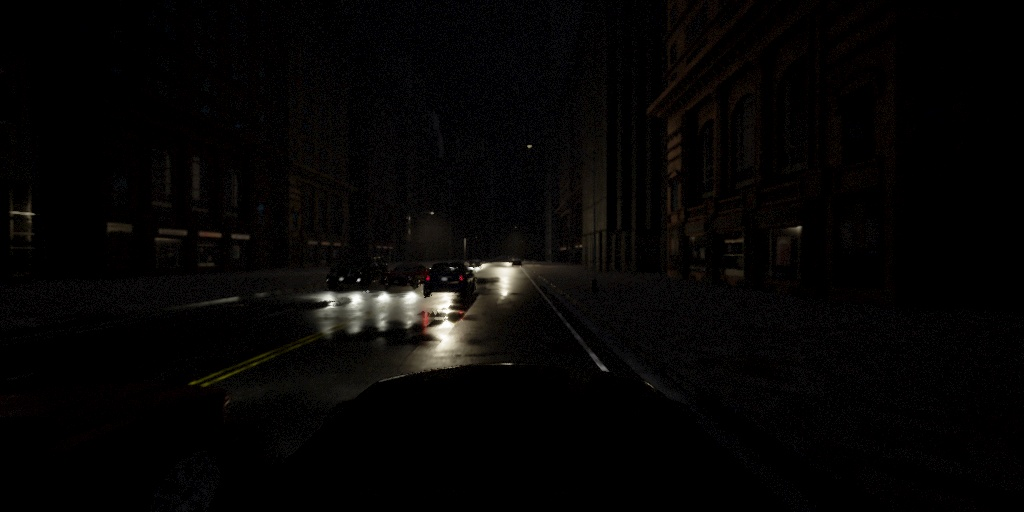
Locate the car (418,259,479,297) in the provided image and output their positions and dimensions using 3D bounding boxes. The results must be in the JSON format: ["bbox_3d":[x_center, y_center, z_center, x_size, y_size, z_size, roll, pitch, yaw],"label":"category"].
[{"bbox_3d":[-3.161,1.104,18.849,2.097,1.767,4.553,0,0,0],"label":"car"}]

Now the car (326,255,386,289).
[{"bbox_3d":[-9.861,0.974,23.473,2.150,2.045,5.566,0,0,0],"label":"car"}]

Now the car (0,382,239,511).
[{"bbox_3d":[-3.151,1.227,0.853,1.882,1.535,5.008,0,0,0],"label":"car"}]

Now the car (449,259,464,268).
[{"bbox_3d":[-9.812,1.337,64.171,1.994,1.385,4.181,0,0,1],"label":"car"}]

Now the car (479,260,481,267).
[{"bbox_3d":[-6.561,1.272,64.151,2.128,1.511,4.902,0,0,1],"label":"car"}]

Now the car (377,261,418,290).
[{"bbox_3d":[-6.609,1.230,22.990,1.882,1.535,5.008,0,0,0],"label":"car"}]
